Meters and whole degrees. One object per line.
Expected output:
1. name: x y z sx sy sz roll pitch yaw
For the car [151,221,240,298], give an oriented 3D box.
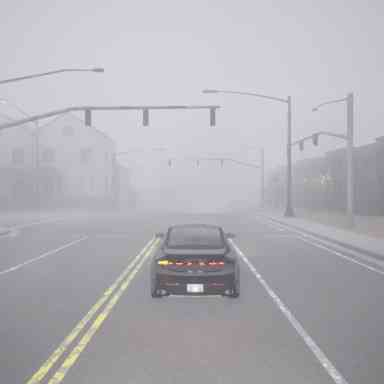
1. car: 0.082 1.505 8.490 1.837 1.490 4.892 0 0 1
